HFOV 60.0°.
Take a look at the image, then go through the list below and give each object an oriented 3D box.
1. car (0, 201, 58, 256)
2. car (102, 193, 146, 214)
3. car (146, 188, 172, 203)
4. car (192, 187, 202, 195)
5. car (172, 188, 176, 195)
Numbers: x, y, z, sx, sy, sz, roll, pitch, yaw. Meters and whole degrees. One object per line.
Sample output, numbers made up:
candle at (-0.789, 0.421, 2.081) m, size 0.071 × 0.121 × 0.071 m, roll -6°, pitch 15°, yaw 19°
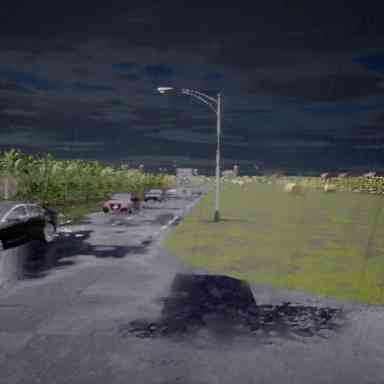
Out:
car at (-5.977, 1.059, 10.327) m, size 2.128 × 1.511 × 4.902 m, roll 1°, pitch 1°, yaw 4°
car at (-4.925, 0.764, 23.957) m, size 1.994 × 1.385 × 4.181 m, roll 1°, pitch 2°, yaw 4°
car at (-3.916, 0.380, 37.020) m, size 2.033 × 1.411 × 5.357 m, roll 1°, pitch 2°, yaw 4°
car at (0.731, -0.196, 59.071) m, size 1.994 × 1.385 × 4.181 m, roll 1°, pitch 2°, yaw 4°
car at (-2.621, -0.015, 52.733) m, size 1.895 × 1.301 × 4.718 m, roll 1°, pitch 2°, yaw 5°
